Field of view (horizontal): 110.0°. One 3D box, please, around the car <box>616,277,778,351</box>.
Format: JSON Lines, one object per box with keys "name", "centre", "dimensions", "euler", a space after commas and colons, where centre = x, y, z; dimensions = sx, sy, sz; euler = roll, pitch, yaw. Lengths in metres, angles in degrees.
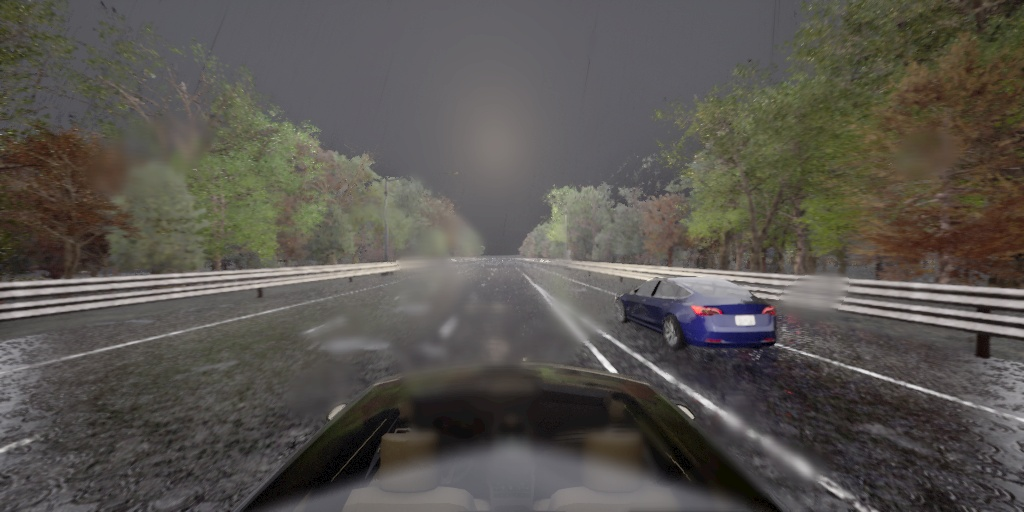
{"name": "car", "centre": [4.240, 1.253, 9.073], "dimensions": [2.163, 1.488, 4.792], "euler": [0, 0, -4]}
